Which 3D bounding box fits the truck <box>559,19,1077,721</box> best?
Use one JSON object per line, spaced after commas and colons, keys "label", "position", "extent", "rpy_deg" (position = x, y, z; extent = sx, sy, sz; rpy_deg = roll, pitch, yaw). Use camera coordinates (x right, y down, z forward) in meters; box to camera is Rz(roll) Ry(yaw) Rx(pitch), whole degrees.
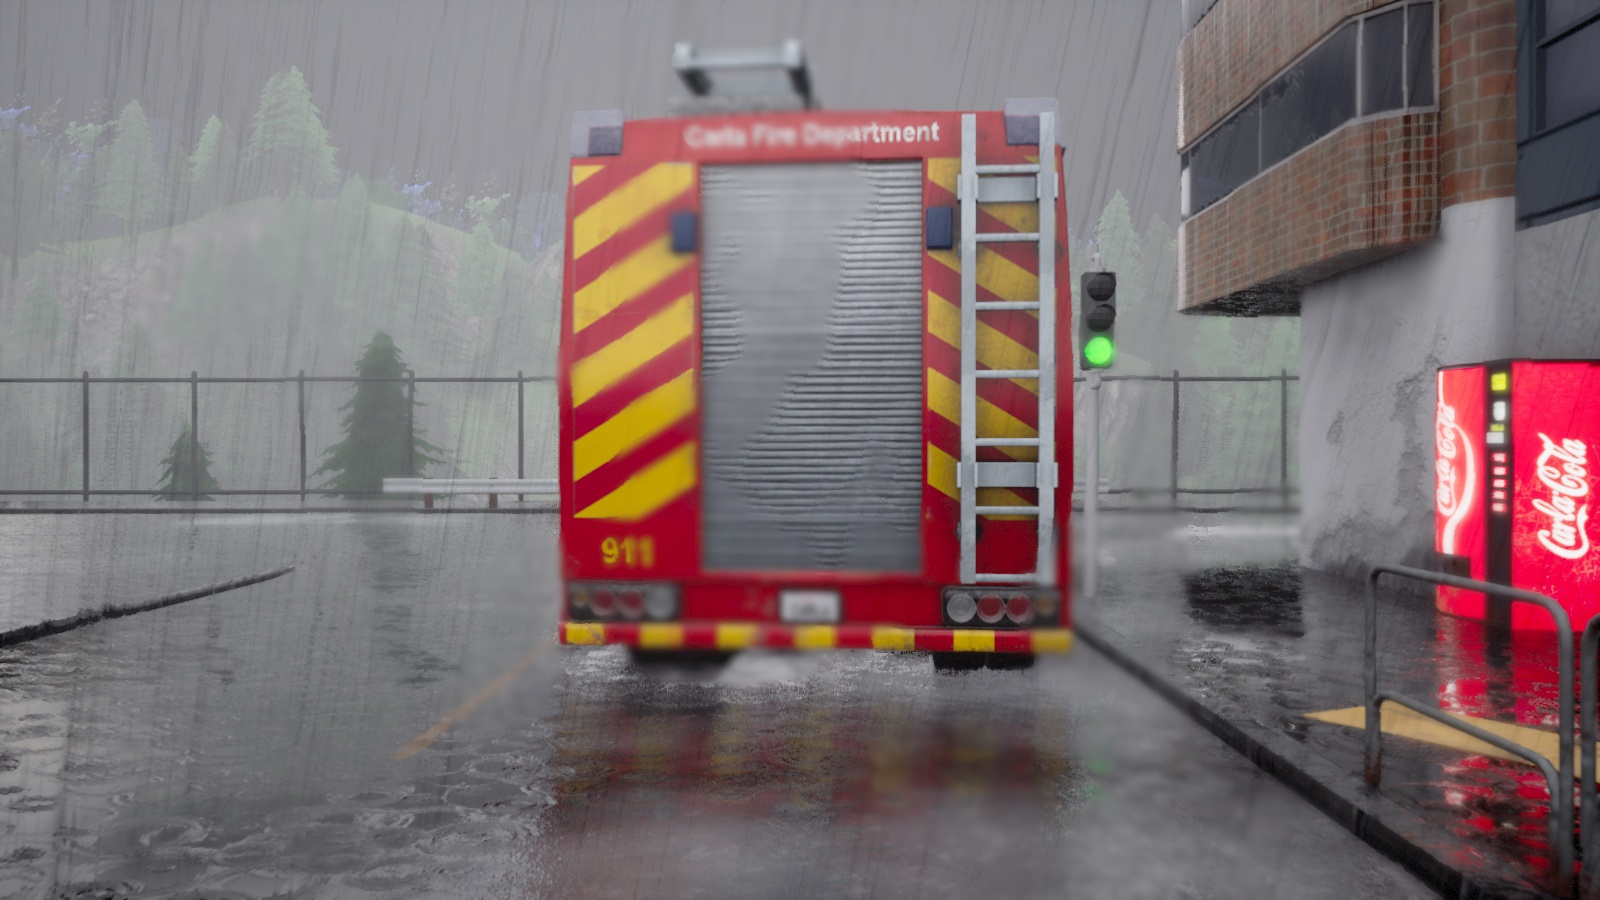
{"label": "truck", "position": [0.509, -0.456, 11.211], "extent": [2.891, 3.827, 8.468], "rpy_deg": [0, 0, 6]}
